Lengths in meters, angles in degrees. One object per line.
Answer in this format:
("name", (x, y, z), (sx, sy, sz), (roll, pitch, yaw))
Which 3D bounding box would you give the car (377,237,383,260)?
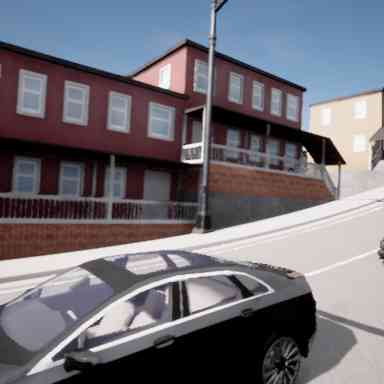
("car", (7.244, 0.986, 9.144), (5.357, 1.411, 2.033), (-7, 4, -35))

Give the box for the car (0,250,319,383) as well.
("car", (-0.697, 1.474, 3.481), (4.902, 1.511, 2.128), (-1, 1, -35))
